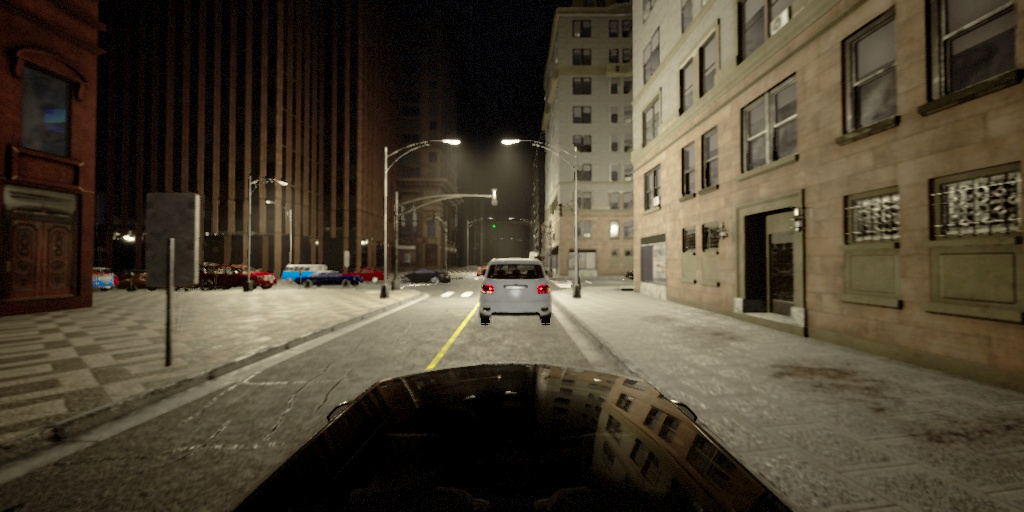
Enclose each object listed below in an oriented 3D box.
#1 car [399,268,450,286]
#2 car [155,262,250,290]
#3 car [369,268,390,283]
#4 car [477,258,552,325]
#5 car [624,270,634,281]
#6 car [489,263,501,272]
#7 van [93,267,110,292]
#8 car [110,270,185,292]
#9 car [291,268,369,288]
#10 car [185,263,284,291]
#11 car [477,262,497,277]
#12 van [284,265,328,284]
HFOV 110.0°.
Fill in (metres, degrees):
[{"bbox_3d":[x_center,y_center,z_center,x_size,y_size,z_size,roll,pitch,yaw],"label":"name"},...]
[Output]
[{"bbox_3d":[-7.298,1.729,30.035,4.181,1.385,1.994,-1,-1,14],"label":"car"},{"bbox_3d":[-24.099,1.557,28.107,5.566,2.045,2.150,-1,-1,-1],"label":"car"},{"bbox_3d":[-13.962,1.856,34.015,4.507,1.381,1.888,0,0,0],"label":"car"},{"bbox_3d":[0.107,1.104,12.554,2.150,2.045,5.566,0,-1,0],"label":"car"},{"bbox_3d":[12.281,1.454,31.169,4.892,1.490,1.837,-1,-1,0],"label":"car"},{"bbox_3d":[-2.969,1.934,62.929,1.837,1.490,4.892,0,-1,1],"label":"car"},{"bbox_3d":[-30.860,1.715,25.557,3.998,1.789,1.690,0,0,0],"label":"van"},{"bbox_3d":[-25.067,1.831,25.534,4.829,1.417,1.751,0,0,0],"label":"car"},{"bbox_3d":[-14.135,1.815,28.070,4.718,1.301,1.895,-1,-1,0],"label":"car"},{"bbox_3d":[-19.612,1.552,25.513,5.009,1.841,2.192,0,0,0],"label":"car"},{"bbox_3d":[-3.093,1.601,44.548,2.097,1.767,4.553,0,-1,1],"label":"car"},{"bbox_3d":[-19.586,1.720,34.038,3.998,1.789,1.690,0,0,0],"label":"van"}]
